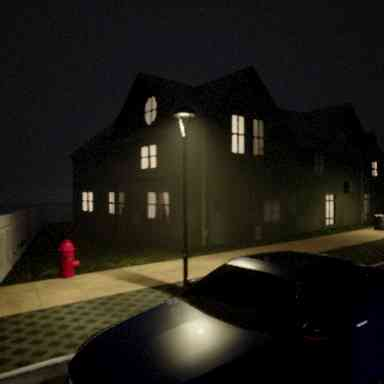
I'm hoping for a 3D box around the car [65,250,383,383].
[{"bbox_3d":[0.980,1.507,3.892,4.674,1.442,1.812,-1,0,-37],"label":"car"}]
